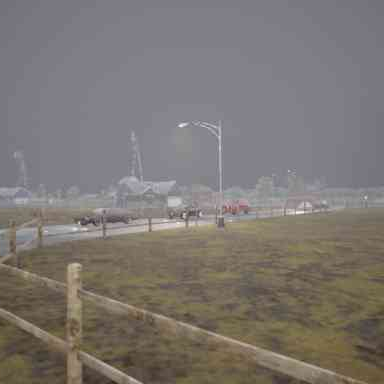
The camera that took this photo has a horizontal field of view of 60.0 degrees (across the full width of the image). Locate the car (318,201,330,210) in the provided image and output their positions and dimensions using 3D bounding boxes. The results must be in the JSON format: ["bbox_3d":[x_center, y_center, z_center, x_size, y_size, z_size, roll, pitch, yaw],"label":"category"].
[{"bbox_3d":[25.122,2.471,64.325,2.097,1.767,4.553,-2,-2,34],"label":"car"}]

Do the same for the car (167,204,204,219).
[{"bbox_3d":[-0.626,2.013,34.723,1.837,1.490,4.892,-2,-2,36],"label":"car"}]

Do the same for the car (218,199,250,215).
[{"bbox_3d":[5.568,1.912,43.383,2.150,2.045,5.566,-2,-2,36],"label":"car"}]

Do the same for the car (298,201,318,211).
[{"bbox_3d":[19.406,2.456,56.360,1.812,1.442,4.674,-2,-2,36],"label":"car"}]

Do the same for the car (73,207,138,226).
[{"bbox_3d":[-6.648,1.884,26.309,2.033,1.411,5.357,-2,-2,36],"label":"car"}]
